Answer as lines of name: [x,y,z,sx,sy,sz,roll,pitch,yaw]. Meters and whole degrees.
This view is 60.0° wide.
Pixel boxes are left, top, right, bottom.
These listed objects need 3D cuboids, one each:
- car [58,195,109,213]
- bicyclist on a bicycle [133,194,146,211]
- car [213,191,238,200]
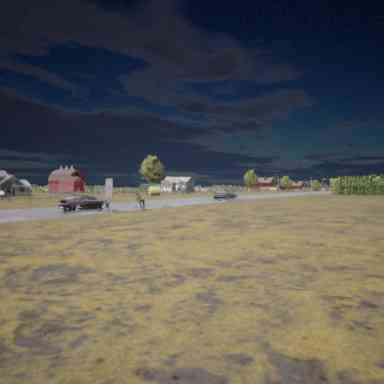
car: [-9.909,1.028,30.839,1.837,1.490,4.892,1,2,36]
bicyclist on a bicycle: [-4.902,0.971,31.130,1.656,1.620,0.582,0,1,35]
car: [5.291,0.475,52.183,2.033,1.411,5.357,1,2,35]
